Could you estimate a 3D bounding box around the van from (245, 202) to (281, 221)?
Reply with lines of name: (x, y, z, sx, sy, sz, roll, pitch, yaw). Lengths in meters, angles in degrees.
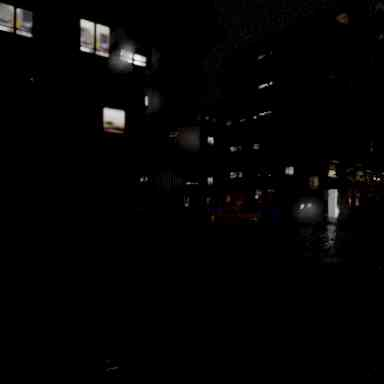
van: (6.638, 1.915, 32.242, 1.690, 1.788, 3.998, 0, -1, -36)

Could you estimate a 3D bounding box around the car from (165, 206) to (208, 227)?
car: (-0.100, 2.079, 27.319, 1.802, 1.307, 4.206, 0, -1, -36)

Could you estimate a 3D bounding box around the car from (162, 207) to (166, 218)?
car: (-2.093, 2.210, 34.358, 1.895, 1.301, 4.718, 1, -1, -36)

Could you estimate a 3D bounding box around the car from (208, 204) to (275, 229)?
car: (3.770, 1.959, 26.386, 1.882, 1.535, 5.008, 1, -1, -37)

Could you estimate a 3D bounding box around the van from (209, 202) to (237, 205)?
van: (3.319, 1.988, 36.755, 1.690, 1.788, 3.998, 0, -1, -36)
